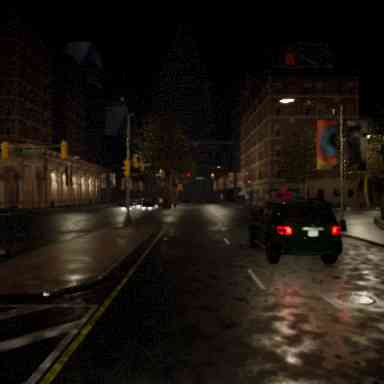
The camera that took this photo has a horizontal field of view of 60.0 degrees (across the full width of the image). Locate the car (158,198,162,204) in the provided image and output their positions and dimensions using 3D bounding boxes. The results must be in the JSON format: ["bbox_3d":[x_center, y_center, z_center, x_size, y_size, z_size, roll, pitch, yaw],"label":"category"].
[{"bbox_3d":[-8.271,2.206,73.344,1.837,1.490,4.892,0,-1,0],"label":"car"}]

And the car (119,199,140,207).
[{"bbox_3d":[-11.751,2.097,62.774,2.128,1.511,4.902,0,-1,0],"label":"car"}]

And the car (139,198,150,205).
[{"bbox_3d":[-11.807,2.323,82.841,2.128,1.511,4.902,0,-1,0],"label":"car"}]

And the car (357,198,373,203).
[{"bbox_3d":[37.669,2.191,74.907,2.231,1.521,4.892,0,-1,0],"label":"car"}]

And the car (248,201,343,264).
[{"bbox_3d":[3.559,1.342,12.488,2.150,2.045,5.566,0,-1,0],"label":"car"}]

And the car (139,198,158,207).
[{"bbox_3d":[-8.252,2.172,63.159,1.994,1.385,4.181,0,-1,0],"label":"car"}]

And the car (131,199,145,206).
[{"bbox_3d":[-11.769,2.226,72.766,2.128,1.511,4.902,0,-1,0],"label":"car"}]
